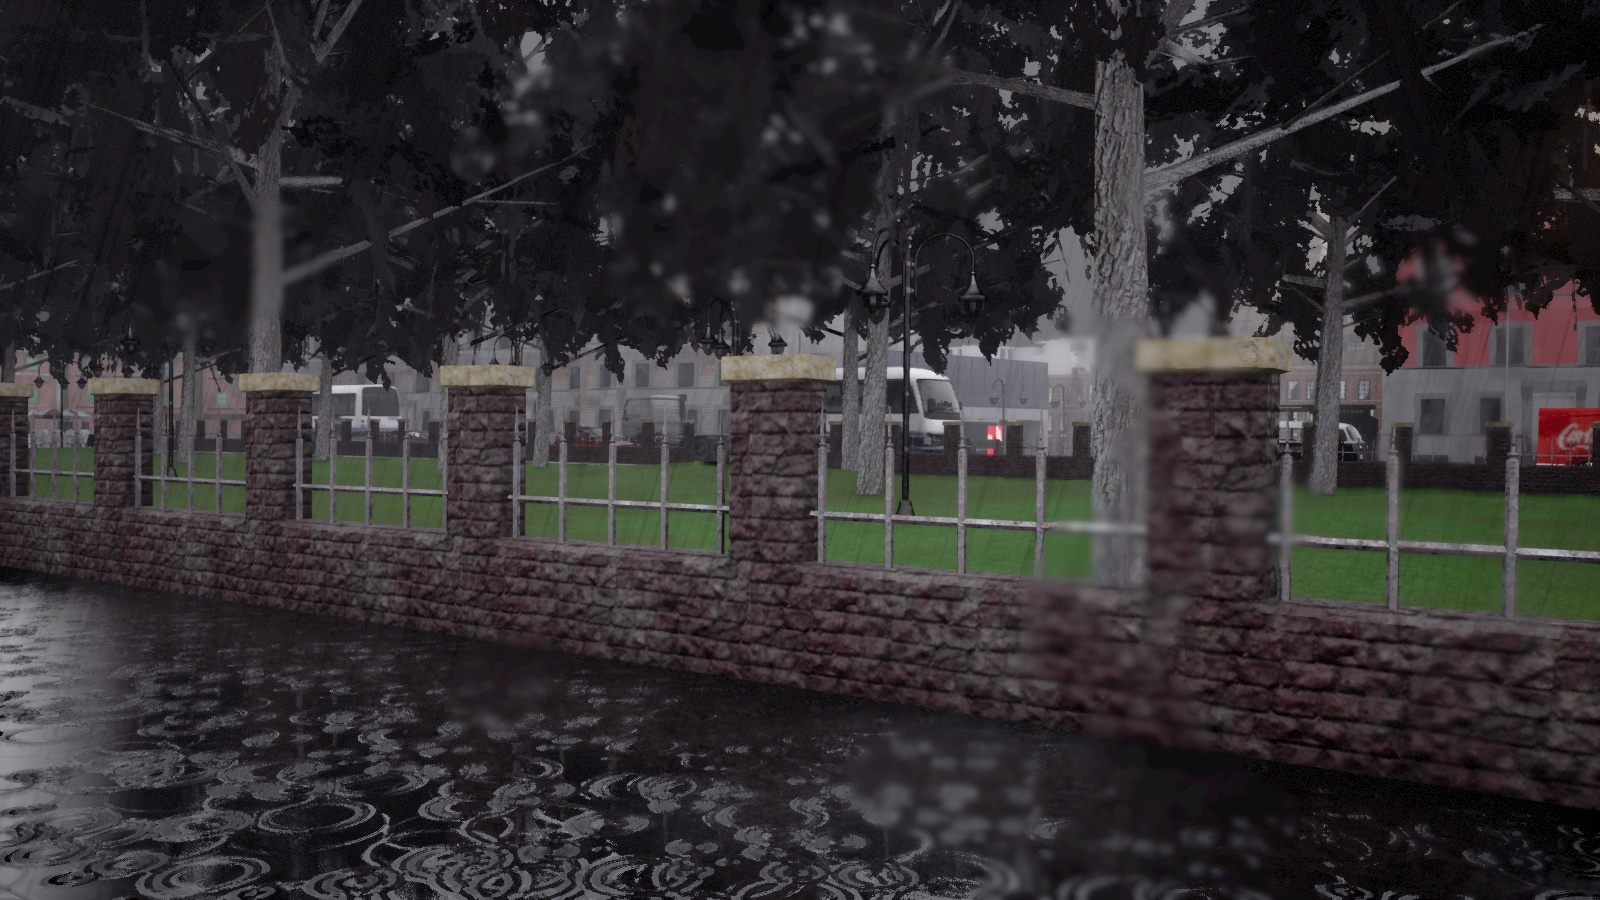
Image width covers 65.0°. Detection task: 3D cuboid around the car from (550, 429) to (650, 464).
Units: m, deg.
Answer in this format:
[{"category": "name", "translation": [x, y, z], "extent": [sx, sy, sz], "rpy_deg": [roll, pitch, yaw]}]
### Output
[{"category": "car", "translation": [-9.911, -0.181, 61.990], "extent": [4.611, 1.667, 2.242], "rpy_deg": [0, 1, 35]}]

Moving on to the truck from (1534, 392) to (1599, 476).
[{"category": "truck", "translation": [24.906, -0.490, 37.227], "extent": [5.204, 2.467, 2.627], "rpy_deg": [0, 1, 36]}]

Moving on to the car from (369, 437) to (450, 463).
[{"category": "car", "translation": [-21.956, -0.007, 70.542], "extent": [4.674, 1.442, 1.812], "rpy_deg": [0, 1, 35]}]

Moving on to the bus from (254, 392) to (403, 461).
[{"category": "bus", "translation": [-30.721, -1.481, 81.636], "extent": [10.273, 4.253, 3.944], "rpy_deg": [0, 1, 35]}]

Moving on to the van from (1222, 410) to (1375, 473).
[{"category": "van", "translation": [16.983, -0.284, 42.855], "extent": [4.480, 2.038, 2.069], "rpy_deg": [0, 1, 35]}]

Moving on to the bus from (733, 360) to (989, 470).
[{"category": "bus", "translation": [2.442, -1.393, 53.175], "extent": [10.273, 4.253, 3.944], "rpy_deg": [0, 1, 36]}]

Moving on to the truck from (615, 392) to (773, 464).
[{"category": "truck", "translation": [-5.437, -1.071, 63.701], "extent": [7.936, 3.462, 2.891], "rpy_deg": [0, 1, 35]}]
